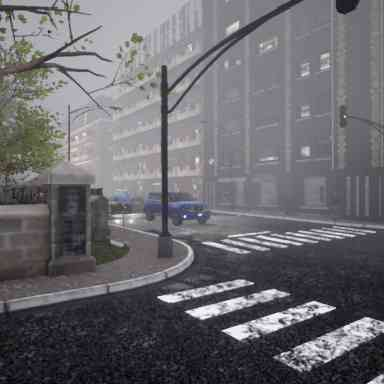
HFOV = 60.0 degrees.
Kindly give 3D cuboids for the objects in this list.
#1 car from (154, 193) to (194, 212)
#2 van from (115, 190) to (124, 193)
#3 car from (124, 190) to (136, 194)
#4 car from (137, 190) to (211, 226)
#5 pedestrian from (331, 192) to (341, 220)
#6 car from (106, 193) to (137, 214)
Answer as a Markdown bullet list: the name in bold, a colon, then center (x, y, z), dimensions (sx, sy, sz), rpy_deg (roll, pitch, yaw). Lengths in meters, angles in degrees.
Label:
- **car**: center (-1.833, 0.956, 32.372), dimensions (1.967, 1.590, 4.097), rpy_deg (1, 1, -36)
- **van**: center (-8.361, 0.661, 41.279), dimensions (1.690, 1.788, 3.998), rpy_deg (1, 1, -36)
- **car**: center (-5.095, 0.733, 36.825), dimensions (2.192, 1.841, 5.009), rpy_deg (1, 1, -36)
- **car**: center (-1.153, 0.930, 21.625), dimensions (2.150, 2.045, 5.566), rpy_deg (0, 1, -36)
- **pedestrian**: center (9.444, 0.909, 21.942), dimensions (0.375, 1.860, 0.375), rpy_deg (1, -1, -36)
- **car**: center (-6.814, 1.103, 29.352), dimensions (1.994, 1.385, 4.181), rpy_deg (0, 1, -36)
